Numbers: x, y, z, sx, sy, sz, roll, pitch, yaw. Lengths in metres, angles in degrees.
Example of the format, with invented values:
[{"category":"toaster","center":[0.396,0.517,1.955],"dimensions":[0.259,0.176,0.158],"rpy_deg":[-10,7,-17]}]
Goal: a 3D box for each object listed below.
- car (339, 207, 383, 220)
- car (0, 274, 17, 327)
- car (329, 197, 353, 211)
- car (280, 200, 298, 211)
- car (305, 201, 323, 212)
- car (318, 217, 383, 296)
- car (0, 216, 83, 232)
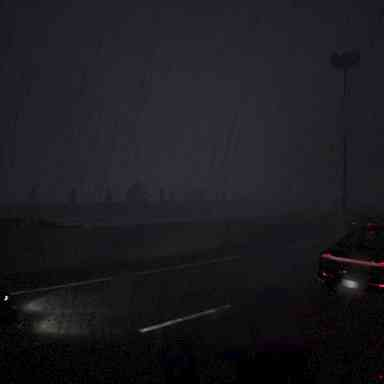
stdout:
[{"category":"car","center":[9.535,1.677,17.191],"dimensions":[1.837,1.490,4.892],"rpy_deg":[0,0,44]},{"category":"car","center":[-5.351,1.552,4.302],"dimensions":[5.357,1.411,2.033],"rpy_deg":[1,0,-35]},{"category":"car","center":[19.561,1.630,43.153],"dimensions":[2.150,2.045,5.566],"rpy_deg":[0,0,28]},{"category":"car","center":[13.965,1.905,47.615],"dimensions":[2.128,1.511,4.902],"rpy_deg":[0,0,27]},{"category":"car","center":[16.613,1.973,45.161],"dimensions":[1.994,1.385,4.181],"rpy_deg":[0,-1,27]},{"category":"car","center":[4.888,1.574,7.979],"dimensions":[4.902,1.511,2.128],"rpy_deg":[1,0,-41]},{"category":"car","center":[-6.683,1.602,12.245],"dimensions":[5.357,1.411,2.033],"rpy_deg":[1,0,-37]}]
